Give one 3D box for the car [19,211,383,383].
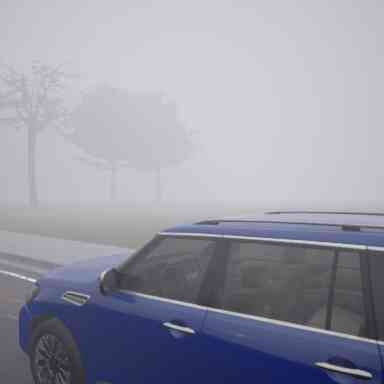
[{"bbox_3d":[0.588,1.221,3.273,5.566,2.045,2.150,0,0,35],"label":"car"}]
